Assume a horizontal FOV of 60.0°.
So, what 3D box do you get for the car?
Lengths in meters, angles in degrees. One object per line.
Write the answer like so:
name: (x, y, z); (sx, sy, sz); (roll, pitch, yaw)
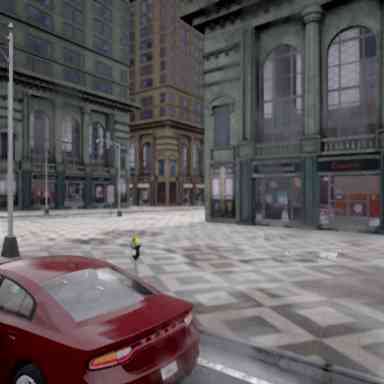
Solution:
car: (-2.028, 1.526, 4.420); (4.507, 1.381, 1.887); (0, 0, 35)
